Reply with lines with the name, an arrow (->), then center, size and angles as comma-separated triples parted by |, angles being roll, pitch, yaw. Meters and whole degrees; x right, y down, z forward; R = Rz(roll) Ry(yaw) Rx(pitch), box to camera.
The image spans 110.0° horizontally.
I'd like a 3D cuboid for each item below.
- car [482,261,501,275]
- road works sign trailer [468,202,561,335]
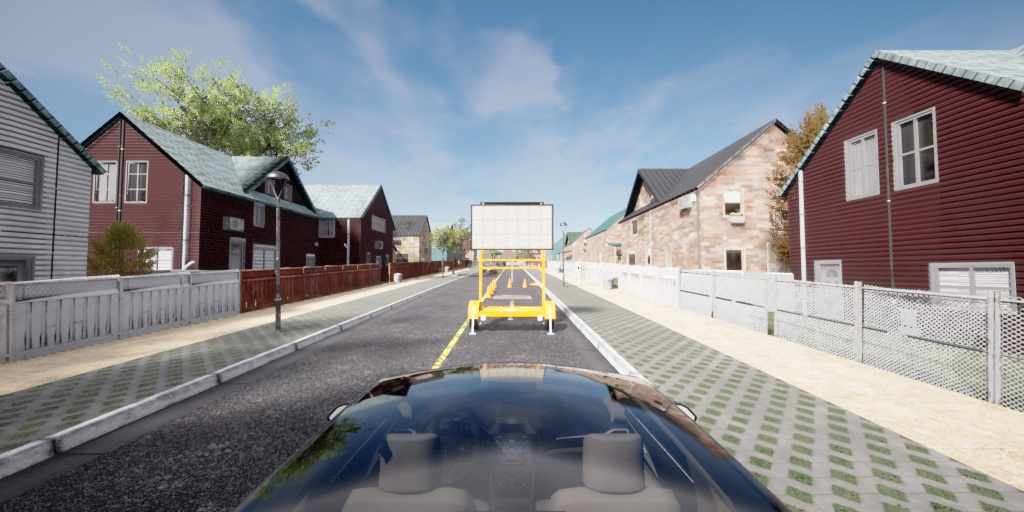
car -> -2.711, 1.403, 42.446 | 2.128, 1.511, 4.902 | 0, 0, 0
road works sign trailer -> 0.005, 0.227, 10.558 | 2.380, 3.560, 2.880 | 0, 0, 1
